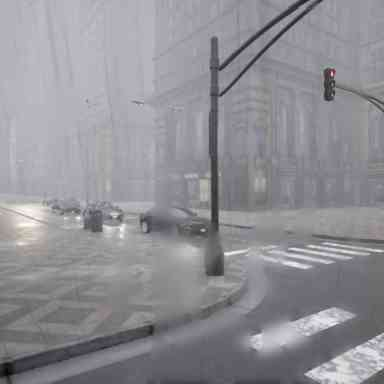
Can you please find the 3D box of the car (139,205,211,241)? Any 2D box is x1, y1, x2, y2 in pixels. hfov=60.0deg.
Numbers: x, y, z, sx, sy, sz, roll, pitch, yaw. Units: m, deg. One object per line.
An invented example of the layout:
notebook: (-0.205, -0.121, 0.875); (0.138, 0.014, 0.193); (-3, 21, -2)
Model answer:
car: (-0.947, 1.470, 17.175); (1.882, 1.535, 5.008); (0, 0, -36)

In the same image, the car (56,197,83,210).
car: (-16.401, 1.489, 44.262); (2.033, 1.411, 5.357); (0, 0, -35)

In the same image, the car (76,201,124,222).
car: (-6.862, 1.480, 25.462); (2.128, 1.511, 4.902); (0, 0, -36)

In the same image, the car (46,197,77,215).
car: (-13.010, 1.518, 34.093); (2.033, 1.411, 5.357); (0, 0, -35)

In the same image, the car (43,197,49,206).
car: (-22.043, 1.446, 52.076); (1.812, 1.442, 4.674); (0, 0, -36)
